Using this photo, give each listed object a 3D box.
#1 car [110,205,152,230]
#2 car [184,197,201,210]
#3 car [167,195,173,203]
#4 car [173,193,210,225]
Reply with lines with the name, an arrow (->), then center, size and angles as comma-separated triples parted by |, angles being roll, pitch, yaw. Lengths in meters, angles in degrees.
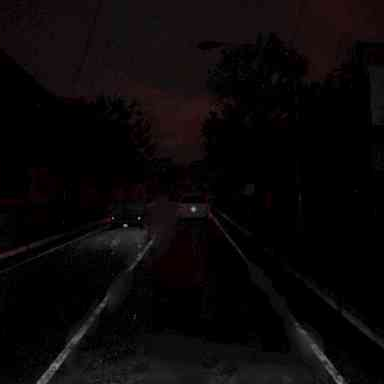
car -> -3.607, 1.499, 20.289 | 1.895, 1.301, 4.718 | 0, 0, 0
car -> 0.085, 1.340, 41.341 | 2.033, 1.411, 5.357 | 0, 0, 0
car -> -3.455, 1.243, 61.971 | 2.033, 1.411, 5.357 | 0, 0, 2
car -> 0.092, 1.105, 23.131 | 2.150, 2.045, 5.566 | 0, 0, 0
